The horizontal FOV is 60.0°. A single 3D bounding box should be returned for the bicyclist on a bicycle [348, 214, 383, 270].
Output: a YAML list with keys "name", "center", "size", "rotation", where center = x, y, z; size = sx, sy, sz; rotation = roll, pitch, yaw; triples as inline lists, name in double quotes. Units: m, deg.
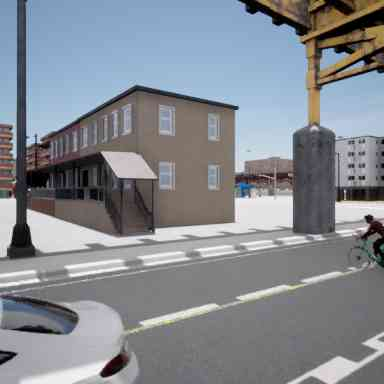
- name: "bicyclist on a bicycle"
  center: [5.143, 1.455, 9.323]
  size: [0.582, 1.620, 1.656]
  rotation: [0, -2, -36]

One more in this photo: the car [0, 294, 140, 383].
- name: "car"
  center: [-2.609, 1.526, 2.111]
  size: [4.674, 1.442, 1.812]
  rotation: [0, 0, -36]
